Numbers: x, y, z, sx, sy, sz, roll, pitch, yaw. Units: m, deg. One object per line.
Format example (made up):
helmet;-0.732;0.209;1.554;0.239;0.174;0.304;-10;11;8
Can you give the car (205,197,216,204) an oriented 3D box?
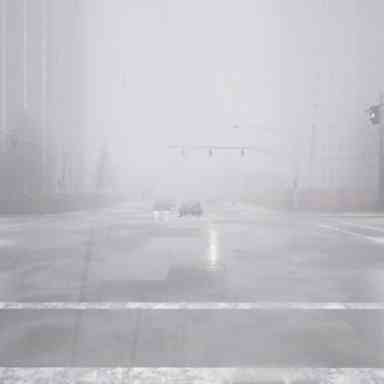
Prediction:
car;3.535;1.599;64.979;1.895;1.301;4.718;0;0;0

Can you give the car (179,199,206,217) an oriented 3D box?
car;-0.036;1.600;30.794;1.895;1.301;4.718;0;0;5

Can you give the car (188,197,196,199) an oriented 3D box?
car;0.035;1.563;64.951;1.994;1.385;4.181;0;0;0

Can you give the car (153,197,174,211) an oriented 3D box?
car;-3.577;1.563;40.754;1.994;1.385;4.181;0;0;0
